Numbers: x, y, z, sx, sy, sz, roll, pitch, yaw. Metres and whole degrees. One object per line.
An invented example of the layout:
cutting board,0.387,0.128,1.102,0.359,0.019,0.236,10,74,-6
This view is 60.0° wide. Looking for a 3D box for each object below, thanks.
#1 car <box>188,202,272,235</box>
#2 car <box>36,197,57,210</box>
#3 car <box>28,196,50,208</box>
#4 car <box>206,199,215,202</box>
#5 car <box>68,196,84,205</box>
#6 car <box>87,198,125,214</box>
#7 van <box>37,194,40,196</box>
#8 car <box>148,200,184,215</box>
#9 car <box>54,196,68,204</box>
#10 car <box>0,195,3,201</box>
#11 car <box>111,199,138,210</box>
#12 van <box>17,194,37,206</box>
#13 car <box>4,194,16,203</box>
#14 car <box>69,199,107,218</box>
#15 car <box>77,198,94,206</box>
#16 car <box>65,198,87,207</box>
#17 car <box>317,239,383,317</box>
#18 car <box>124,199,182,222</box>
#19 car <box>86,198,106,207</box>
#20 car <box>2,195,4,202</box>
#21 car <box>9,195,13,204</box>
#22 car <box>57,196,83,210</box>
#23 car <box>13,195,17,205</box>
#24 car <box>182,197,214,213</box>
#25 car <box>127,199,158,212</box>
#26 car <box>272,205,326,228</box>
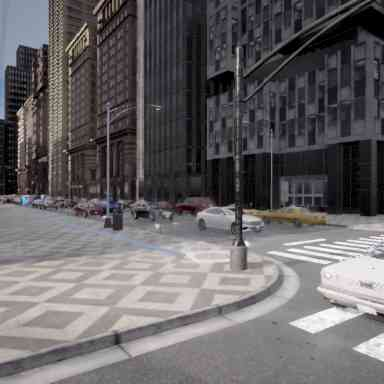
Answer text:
car,2.054,1.557,19.273,1.812,1.442,4.674,0,0,-37
car,-19.540,1.696,45.223,1.802,1.307,4.206,0,0,-35
car,-22.775,1.713,49.796,1.802,1.307,4.206,0,0,-35
car,3.487,1.594,27.432,1.752,1.417,4.829,0,0,-35
car,-22.295,1.634,63.879,1.967,1.590,4.097,0,0,-35
car,-9.101,1.562,35.097,1.882,1.535,5.008,0,0,-35
van,-38.470,1.622,86.746,1.690,1.788,3.998,0,0,-35
car,-2.885,1.643,36.440,1.887,1.381,4.507,0,0,-35
car,-28.764,1.668,73.025,1.967,1.590,4.097,0,0,-35
car,-45.421,1.690,81.811,1.967,1.590,4.097,0,0,-35
car,-9.355,1.680,45.586,2.008,1.369,4.403,0,0,-35
van,-29.246,1.505,58.944,1.690,1.788,3.998,0,0,-35
car,-38.951,1.530,72.665,2.192,1.841,5.009,0,0,-35
car,-9.835,1.612,31.502,1.887,1.381,4.507,0,0,-35
car,-19.060,1.760,59.306,1.802,1.307,4.206,0,0,-35
car,-19.193,1.704,54.714,2.033,1.411,5.357,0,0,-35
car,4.631,1.601,6.702,4.718,1.301,1.895,0,0,-36
car,-3.232,1.548,26.786,2.128,1.511,4.902,0,0,-35
car,-15.825,1.727,54.733,1.947,1.339,4.313,0,0,-35
car,-42.186,1.814,77.237,1.802,1.307,4.206,0,0,-35
car,-35.716,1.779,68.090,1.802,1.307,4.206,0,0,-35
car,-16.887,1.687,46.228,1.994,1.385,4.181,0,0,-35
car,-32.383,1.705,63.378,1.752,1.417,4.829,0,0,-35
car,0.350,1.398,31.867,2.192,1.841,5.009,0,0,-35
car,-6.218,1.640,41.152,1.752,1.417,4.829,0,0,-35
car,6.722,1.578,22.859,1.752,1.417,4.829,0,0,-35
